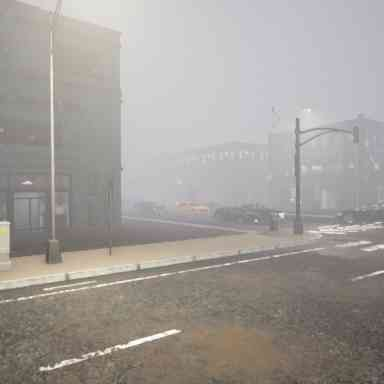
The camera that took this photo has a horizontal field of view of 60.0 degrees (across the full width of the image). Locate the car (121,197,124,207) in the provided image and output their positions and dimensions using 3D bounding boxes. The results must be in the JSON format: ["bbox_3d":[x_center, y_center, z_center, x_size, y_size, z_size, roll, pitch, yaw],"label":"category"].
[{"bbox_3d":[-13.639,1.935,65.370,2.192,1.841,5.009,-1,0,-35],"label":"car"}]

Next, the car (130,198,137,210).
[{"bbox_3d":[-6.105,1.927,44.821,1.882,1.535,5.008,-1,0,-35],"label":"car"}]

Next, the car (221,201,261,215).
[{"bbox_3d":[5.606,1.805,38.301,2.008,1.369,4.403,-2,0,-35],"label":"car"}]

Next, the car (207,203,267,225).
[{"bbox_3d":[3.510,1.811,26.575,1.947,1.339,4.313,-2,0,-35],"label":"car"}]

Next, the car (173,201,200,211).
[{"bbox_3d":[-0.805,1.961,47.324,1.802,1.307,4.206,-2,0,-35],"label":"car"}]

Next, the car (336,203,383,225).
[{"bbox_3d":[12.997,1.566,23.868,4.902,1.511,2.128,-2,0,32],"label":"car"}]

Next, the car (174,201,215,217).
[{"bbox_3d":[-0.111,1.811,36.372,1.882,1.535,5.008,-1,0,-36],"label":"car"}]

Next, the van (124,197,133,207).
[{"bbox_3d":[-10.431,1.902,60.859,1.690,1.788,3.998,-1,0,-35],"label":"van"}]

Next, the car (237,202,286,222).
[{"bbox_3d":[5.686,1.710,28.208,2.128,1.511,4.902,-1,0,-35],"label":"car"}]

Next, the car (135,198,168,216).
[{"bbox_3d":[-4.433,1.843,37.956,1.967,1.590,4.097,-1,0,-35],"label":"car"}]
